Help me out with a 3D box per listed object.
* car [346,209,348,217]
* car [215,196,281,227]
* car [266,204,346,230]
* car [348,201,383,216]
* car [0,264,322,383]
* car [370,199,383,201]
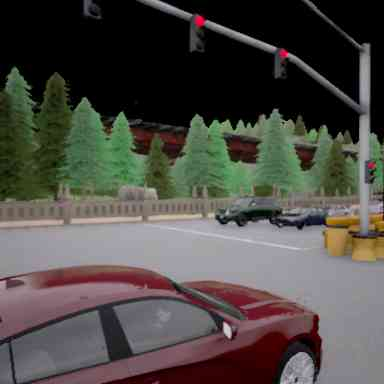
[{"bbox_3d":[12.236,1.803,29.887,4.718,1.301,1.895,1,0,-35],"label":"car"},{"bbox_3d":[4.274,1.352,24.239,5.566,2.045,2.150,1,0,-36],"label":"car"},{"bbox_3d":[7.745,1.691,22.407,5.357,1.411,2.033,1,0,-35],"label":"car"},{"bbox_3d":[15.413,1.739,27.851,4.674,1.442,1.812,0,0,-35],"label":"car"},{"bbox_3d":[-0.772,1.486,3.195,5.008,1.535,1.882,1,0,-35],"label":"car"},{"bbox_3d":[19.405,1.595,34.951,4.553,1.767,2.097,0,0,-36],"label":"car"}]
